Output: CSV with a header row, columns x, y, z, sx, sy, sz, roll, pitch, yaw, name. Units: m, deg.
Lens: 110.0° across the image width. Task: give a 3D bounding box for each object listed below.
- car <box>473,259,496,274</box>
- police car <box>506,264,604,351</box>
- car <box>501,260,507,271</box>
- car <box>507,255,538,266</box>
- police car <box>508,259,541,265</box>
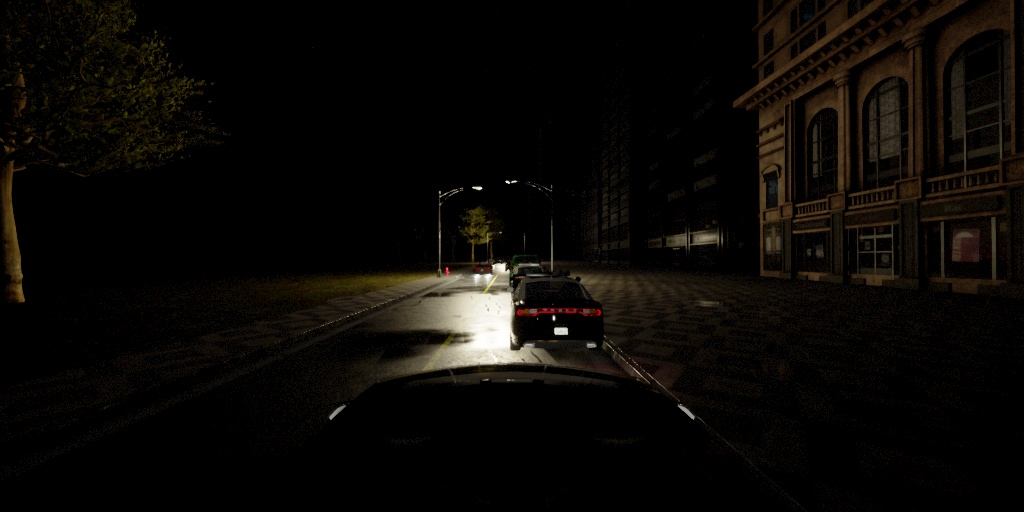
x,y,z,sx,sy,sz,roll,pitch,yaw,name
-3.100,1.283,39.177,1.994,1.385,4.181,0,0,0,car
0.900,1.175,9.155,1.930,1.638,5.238,0,0,0,police car
0.022,1.253,46.607,2.033,1.411,5.357,0,0,1,car
0.897,0.963,25.076,2.150,2.045,5.566,0,0,0,car
0.900,1.170,19.156,1.930,1.638,5.238,0,0,0,police car
